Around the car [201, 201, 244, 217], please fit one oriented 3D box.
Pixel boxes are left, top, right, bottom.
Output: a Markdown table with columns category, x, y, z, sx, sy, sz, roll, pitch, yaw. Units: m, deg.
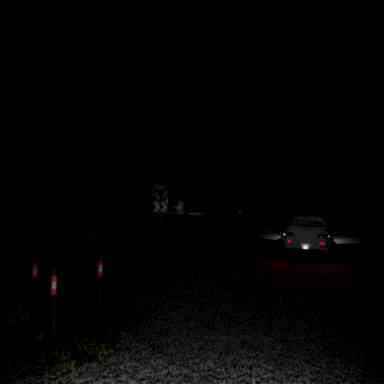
| category | x | y | z | sx | sy | sz | roll | pitch | yaw |
| --- | --- | --- | --- | --- | --- | --- | --- | --- | --- |
| car | 2.954 | 1.688 | 33.561 | 2.128 | 1.511 | 4.902 | 1 | -1 | -41 |

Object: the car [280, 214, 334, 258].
| category | x | y | z | sx | sy | sz | roll | pitch | yaw |
| --- | --- | --- | --- | --- | --- | --- | --- | --- | --- |
| car | 4.638 | 1.627 | 13.360 | 1.812 | 1.442 | 4.674 | 0 | 0 | 21 |
